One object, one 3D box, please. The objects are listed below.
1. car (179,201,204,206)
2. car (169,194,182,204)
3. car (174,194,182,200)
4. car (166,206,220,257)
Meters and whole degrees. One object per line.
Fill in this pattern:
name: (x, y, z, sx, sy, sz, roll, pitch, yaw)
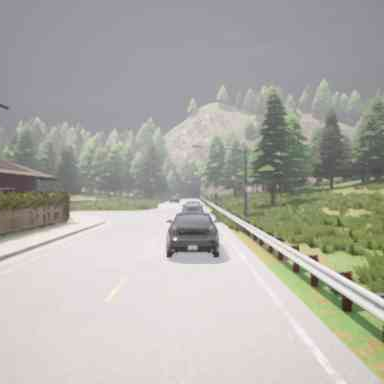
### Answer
car: (0.063, 1.508, 28.632, 1.812, 1.442, 4.674, 0, 0, 0)
car: (-3.507, 1.478, 66.226, 1.882, 1.535, 5.008, 0, 0, 0)
car: (-3.494, 1.139, 81.441, 1.812, 1.442, 4.674, 0, 0, 0)
car: (0.044, 1.505, 12.915, 1.837, 1.490, 4.892, 0, 0, 1)
